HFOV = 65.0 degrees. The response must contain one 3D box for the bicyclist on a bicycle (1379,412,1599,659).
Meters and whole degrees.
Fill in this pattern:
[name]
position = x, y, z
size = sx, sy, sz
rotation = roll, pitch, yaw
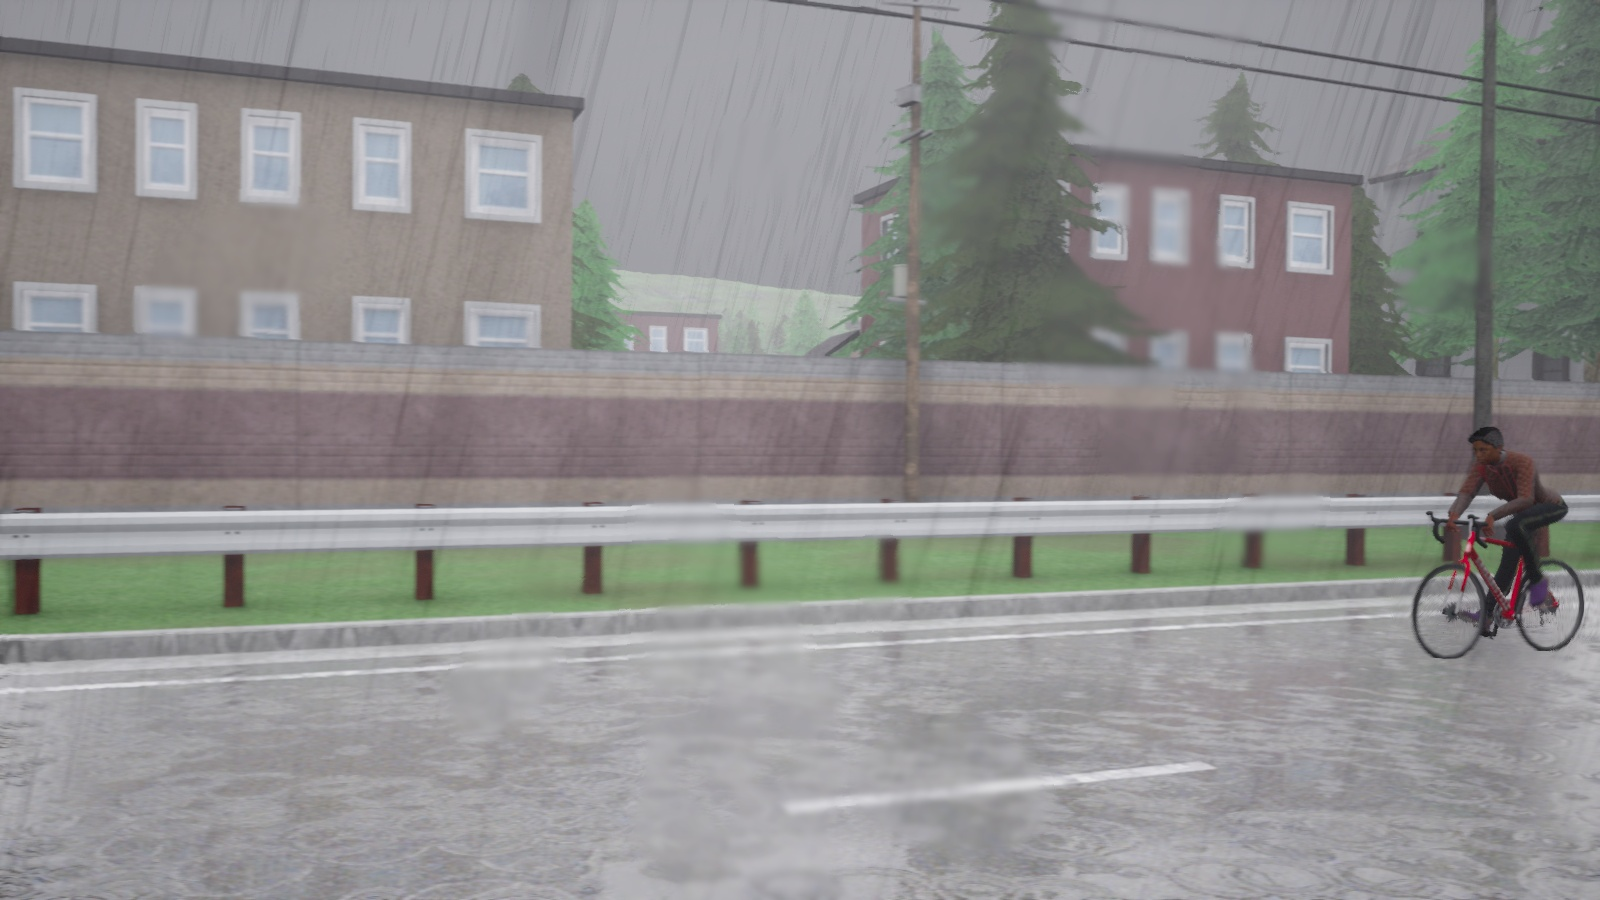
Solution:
[bicyclist on a bicycle]
position = 4.962, 0.553, 8.865
size = 1.656, 1.620, 0.582
rotation = -1, 1, -21
